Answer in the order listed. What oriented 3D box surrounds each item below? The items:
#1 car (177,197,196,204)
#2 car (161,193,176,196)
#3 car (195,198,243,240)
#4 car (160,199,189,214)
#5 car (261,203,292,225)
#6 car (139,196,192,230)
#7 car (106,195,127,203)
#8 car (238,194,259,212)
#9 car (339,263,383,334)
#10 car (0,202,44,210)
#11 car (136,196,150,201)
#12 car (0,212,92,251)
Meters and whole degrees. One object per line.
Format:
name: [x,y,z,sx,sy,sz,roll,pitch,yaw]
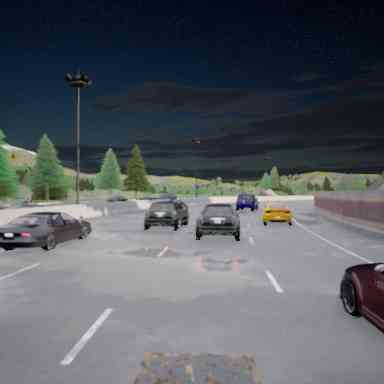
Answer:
car: [-1.002,1.682,67.970,1.895,1.301,4.718,0,0,27]
car: [-5.137,1.229,67.458,2.150,2.045,5.566,0,0,25]
car: [1.432,1.373,17.280,2.097,1.767,4.553,0,0,7]
car: [-1.811,1.555,36.288,1.812,1.442,4.674,0,0,15]
car: [6.161,1.520,24.399,1.882,1.535,5.008,0,0,11]
car: [-1.501,1.368,21.221,2.097,1.767,4.553,0,0,9]
car: [-14.427,1.370,64.031,2.097,1.767,4.553,0,0,23]
car: [6.825,1.281,40.862,2.150,2.045,5.566,0,0,18]
car: [3.806,1.580,4.802,1.994,1.385,4.181,0,0,2]
car: [-14.557,1.548,28.732,1.994,1.385,4.181,0,0,12]
car: [-9.236,1.556,67.048,2.033,1.411,5.357,0,0,25]
car: [-6.067,1.543,14.013,2.033,1.411,5.357,0,0,6]
